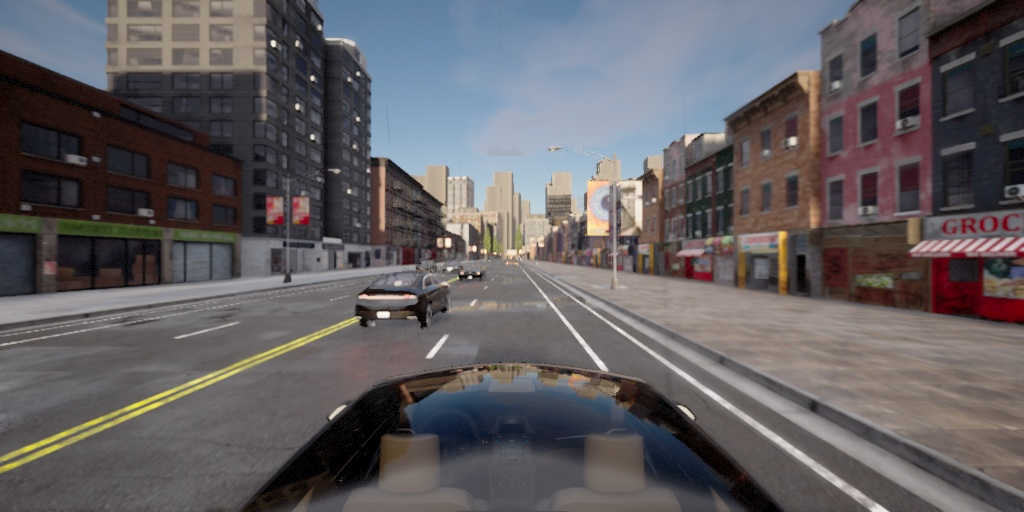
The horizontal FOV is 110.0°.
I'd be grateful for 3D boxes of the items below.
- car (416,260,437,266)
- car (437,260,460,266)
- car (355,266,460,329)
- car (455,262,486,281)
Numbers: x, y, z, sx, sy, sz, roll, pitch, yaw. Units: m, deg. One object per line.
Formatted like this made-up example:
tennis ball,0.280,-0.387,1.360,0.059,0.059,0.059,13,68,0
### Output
car,-9.830,1.252,41.499,1.837,1.490,4.892,0,0,0
car,-6.586,1.237,40.224,2.128,1.511,4.902,0,0,0
car,-3.150,1.227,11.209,2.128,1.511,4.902,0,0,0
car,-3.150,1.335,29.261,1.895,1.301,4.718,0,0,0
